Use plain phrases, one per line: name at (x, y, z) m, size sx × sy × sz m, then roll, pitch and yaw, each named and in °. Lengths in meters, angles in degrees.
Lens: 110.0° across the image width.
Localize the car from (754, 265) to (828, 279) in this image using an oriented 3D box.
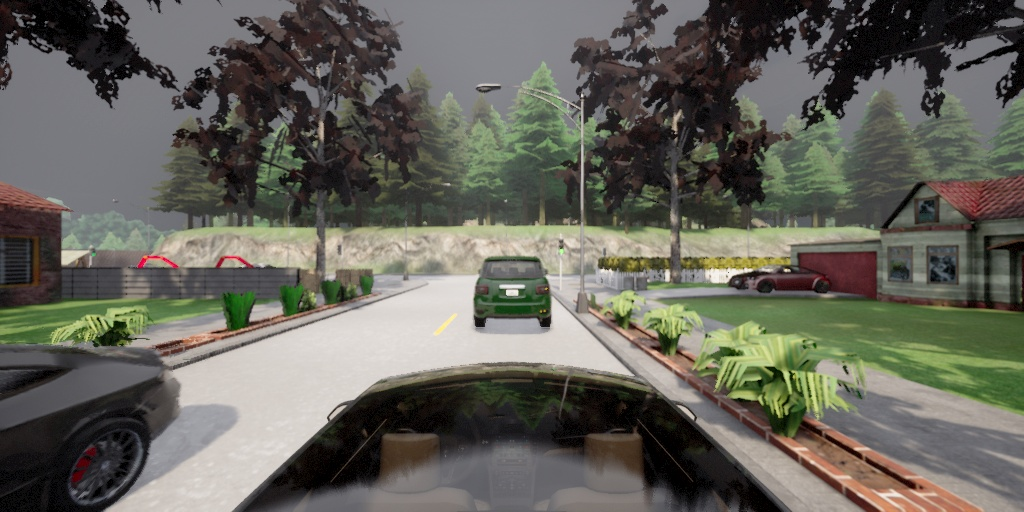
car at (29.091, 1.111, 37.553) m, size 5.566 × 2.045 × 2.150 m, roll 0°, pitch 0°, yaw 0°

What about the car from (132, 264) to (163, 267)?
car at (-33.737, 1.438, 33.409) m, size 4.181 × 1.385 × 1.994 m, roll 0°, pitch 0°, yaw 0°

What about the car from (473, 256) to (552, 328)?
car at (0.030, 1.012, 11.698) m, size 2.150 × 2.045 × 5.566 m, roll 0°, pitch 0°, yaw 1°

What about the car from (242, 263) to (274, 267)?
car at (-23.269, 1.400, 33.395) m, size 4.674 × 1.442 × 1.812 m, roll 0°, pitch 0°, yaw 0°

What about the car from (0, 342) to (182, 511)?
car at (-4.100, 1.275, 1.563) m, size 1.812 × 1.442 × 4.674 m, roll 0°, pitch 0°, yaw 0°
